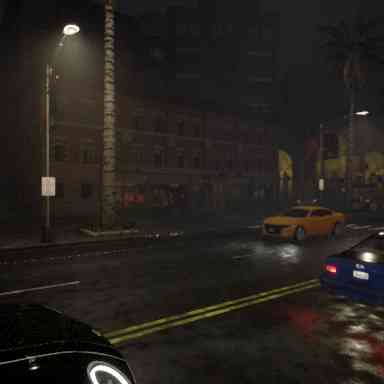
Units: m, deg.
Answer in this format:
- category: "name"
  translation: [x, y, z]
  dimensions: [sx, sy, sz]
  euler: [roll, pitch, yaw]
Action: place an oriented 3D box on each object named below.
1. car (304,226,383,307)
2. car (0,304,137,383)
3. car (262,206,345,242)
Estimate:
- category: "car"
  translation: [5.093, 1.547, 7.473]
  dimensions: [5.357, 1.411, 2.033]
  euler: [0, 0, -36]
- category: "car"
  translation: [-2.539, 1.352, 1.880]
  dimensions: [4.553, 1.767, 2.097]
  euler: [0, 0, -36]
- category: "car"
  translation: [5.682, 1.477, 16.725]
  dimensions: [5.008, 1.535, 1.882]
  euler: [0, 0, -36]
